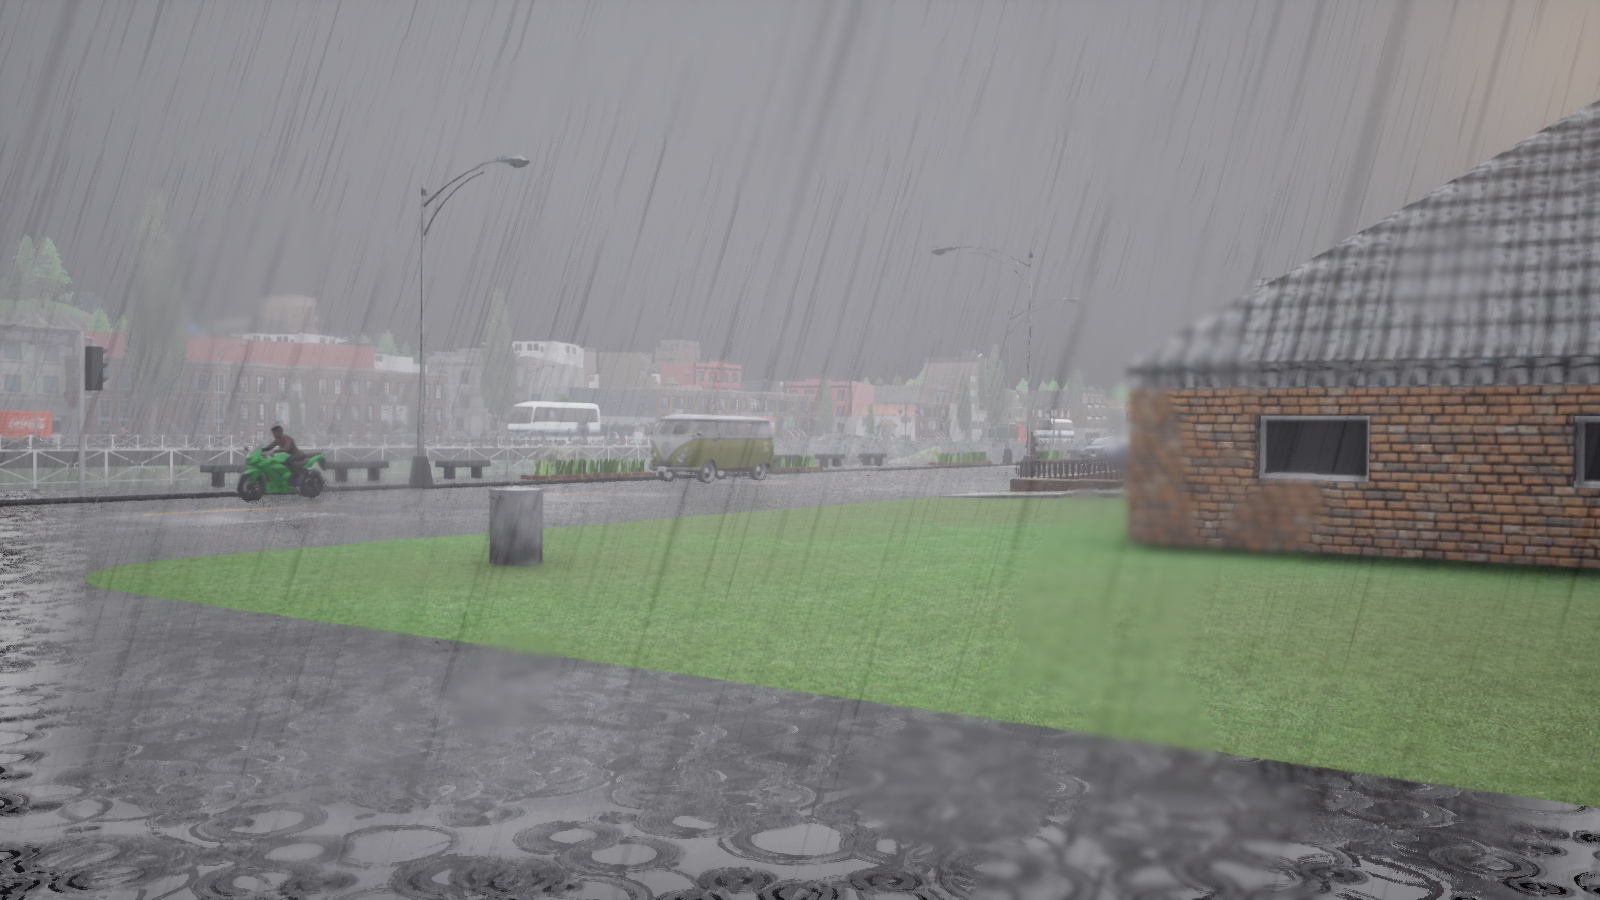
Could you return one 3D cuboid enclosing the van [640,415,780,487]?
[{"bbox_3d":[-2.604,-0.008,37.279,1.775,1.987,4.442,0,1,34],"label":"van"}]

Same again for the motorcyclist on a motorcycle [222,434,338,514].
[{"bbox_3d":[-10.491,0.455,25.403,0.797,1.523,2.044,0,1,34],"label":"motorcyclist on a motorcycle"}]

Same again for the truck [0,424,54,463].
[{"bbox_3d":[-51.931,-0.425,81.681,2.627,2.467,5.204,0,1,34],"label":"truck"}]

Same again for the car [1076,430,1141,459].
[{"bbox_3d":[16.091,-0.288,65.432,1.812,1.442,4.674,0,1,34],"label":"car"}]
